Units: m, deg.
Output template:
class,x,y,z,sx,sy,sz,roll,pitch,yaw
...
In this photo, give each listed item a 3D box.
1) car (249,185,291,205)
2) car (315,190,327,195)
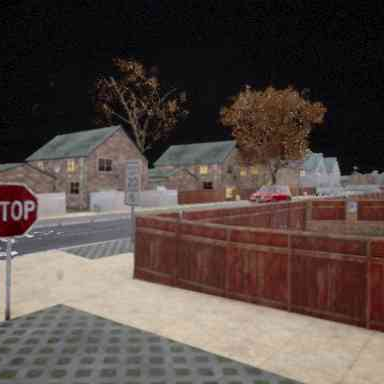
class,x,y,z,sx,sy,sz,roll,pitch,yaw
car,7.821,0.379,32.735,2.150,2.045,5.566,2,3,40
car,18.027,0.009,44.572,1.994,1.385,4.181,2,2,40
